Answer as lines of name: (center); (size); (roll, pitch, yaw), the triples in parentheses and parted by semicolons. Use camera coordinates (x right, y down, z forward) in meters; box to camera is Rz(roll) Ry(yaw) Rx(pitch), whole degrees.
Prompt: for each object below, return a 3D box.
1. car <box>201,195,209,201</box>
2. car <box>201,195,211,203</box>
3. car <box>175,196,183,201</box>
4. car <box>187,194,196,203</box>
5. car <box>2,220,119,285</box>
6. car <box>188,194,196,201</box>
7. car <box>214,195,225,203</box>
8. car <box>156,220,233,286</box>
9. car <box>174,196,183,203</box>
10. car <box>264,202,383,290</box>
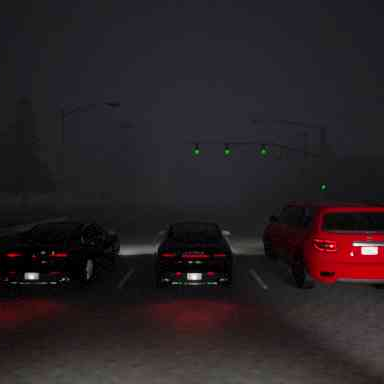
car: (3.455, 1.638, 91.624); (2.097, 1.767, 4.553); (0, 0, 0)
car: (3.460, 1.749, 81.620); (2.097, 1.767, 4.553); (0, 0, 0)
car: (-3.545, 1.878, 91.679); (1.895, 1.301, 4.718); (0, 0, 0)
car: (-0.040, 1.916, 81.231); (2.128, 1.511, 4.902); (0, 0, 0)
car: (-3.436, 1.554, 9.582); (1.837, 1.490, 4.892); (0, 0, 0)
car: (-0.045, 1.508, 91.683); (2.150, 2.045, 5.566); (0, 0, 0)
car: (6.960, 1.891, 81.234); (1.837, 1.490, 4.892); (0, 0, 0)
car: (0.064, 1.554, 9.551); (1.837, 1.490, 4.892); (0, 0, 0)
car: (-3.540, 1.918, 81.646); (1.812, 1.442, 4.674); (0, 0, 0)
car: (3.563, 1.270, 9.335); (2.150, 2.045, 5.566); (0, 0, 0)
